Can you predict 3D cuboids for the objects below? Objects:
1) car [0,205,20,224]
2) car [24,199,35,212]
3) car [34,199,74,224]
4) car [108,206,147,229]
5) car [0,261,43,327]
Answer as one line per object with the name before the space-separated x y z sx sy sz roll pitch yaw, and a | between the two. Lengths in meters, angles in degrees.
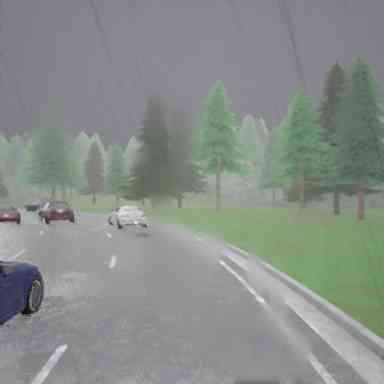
car | -14.595 1.715 25.770 1.994 1.385 4.181 0 0 -34
car | -18.308 1.586 40.064 4.553 1.767 2.097 0 0 38
car | -10.947 1.505 26.580 2.097 1.767 4.553 0 0 -32
car | -4.418 1.653 22.601 1.812 1.442 4.674 0 0 -24
car | -3.755 1.554 4.668 1.812 1.442 4.674 0 0 -3
